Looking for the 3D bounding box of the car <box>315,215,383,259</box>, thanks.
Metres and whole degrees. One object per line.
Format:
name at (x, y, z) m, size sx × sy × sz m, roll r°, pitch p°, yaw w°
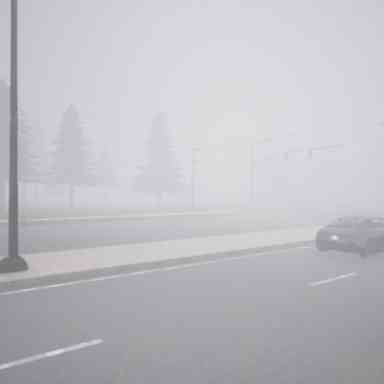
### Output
car at (6.673, 1.592, 12.868) m, size 4.181 × 1.385 × 1.994 m, roll 0°, pitch 0°, yaw -35°
